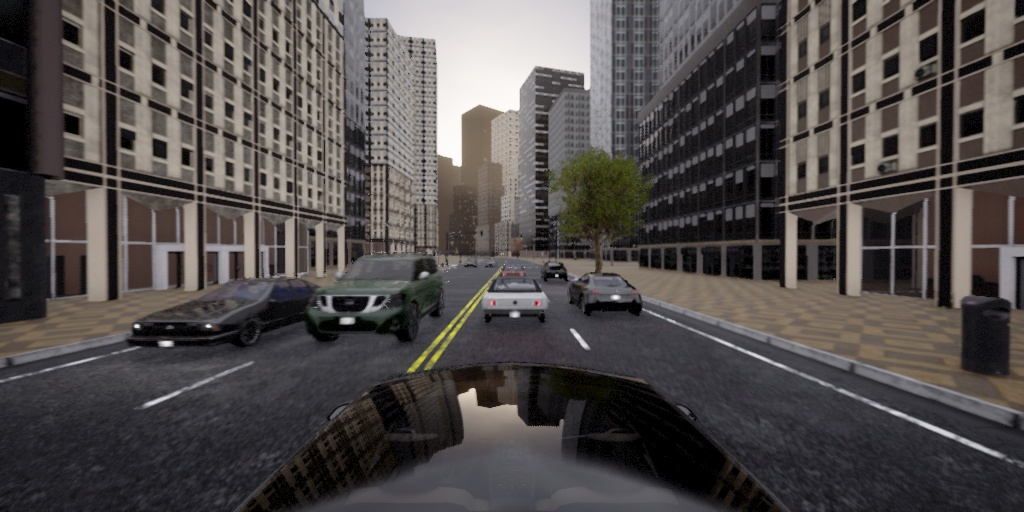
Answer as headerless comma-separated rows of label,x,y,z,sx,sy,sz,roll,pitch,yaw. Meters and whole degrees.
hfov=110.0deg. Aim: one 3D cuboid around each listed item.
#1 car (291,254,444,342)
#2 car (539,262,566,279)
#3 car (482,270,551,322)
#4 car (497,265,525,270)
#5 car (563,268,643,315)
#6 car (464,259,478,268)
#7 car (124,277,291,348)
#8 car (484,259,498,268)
car,-3.354,0.963,10.058,2.150,2.045,5.566,0,0,0
car,3.332,1.215,29.017,1.837,1.490,4.892,0,0,0
car,0.089,1.339,12.192,1.895,1.301,4.718,0,0,0
car,0.082,1.315,27.380,1.895,1.301,4.718,0,0,0
car,3.339,1.300,13.542,1.994,1.385,4.181,0,0,0
car,-6.525,1.205,57.457,1.837,1.490,4.892,0,0,0
car,-6.603,1.290,9.505,2.033,1.411,5.357,0,0,0
car,-3.275,1.248,57.460,1.994,1.385,4.181,0,0,0
